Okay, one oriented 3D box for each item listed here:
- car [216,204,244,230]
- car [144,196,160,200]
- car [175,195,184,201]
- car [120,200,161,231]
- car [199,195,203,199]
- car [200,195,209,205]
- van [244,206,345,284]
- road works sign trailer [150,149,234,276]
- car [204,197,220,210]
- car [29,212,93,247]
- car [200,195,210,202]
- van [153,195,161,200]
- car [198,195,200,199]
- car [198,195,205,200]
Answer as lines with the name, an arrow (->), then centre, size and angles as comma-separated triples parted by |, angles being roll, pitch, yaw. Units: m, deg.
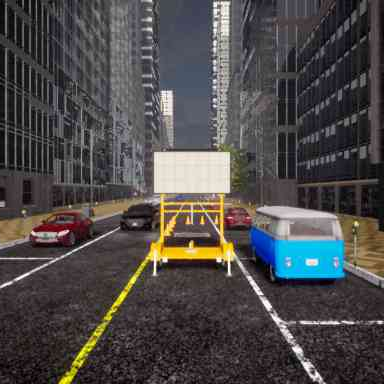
car -> 2.692, 1.581, 20.688 | 1.802, 1.307, 4.206 | 0, 0, 0
car -> -5.687, 1.548, 43.462 | 2.008, 1.369, 4.403 | 0, 0, 0
car -> -2.995, 1.425, 80.052 | 1.882, 1.535, 5.008 | 0, 0, 0
car -> -3.098, 1.477, 20.551 | 1.882, 1.535, 5.008 | 0, 0, 0
car -> 2.695, 1.538, 54.843 | 2.008, 1.369, 4.403 | 0, 0, 0
car -> 2.694, 1.544, 49.150 | 2.008, 1.369, 4.403 | 0, 0, 0
van -> 2.691, 1.341, 9.304 | 1.690, 1.788, 3.998 | 0, 0, 0
road works sign trailer -> 0.001, 0.464, 10.323 | 2.380, 3.560, 2.880 | 0, 0, 0
car -> 2.693, 1.581, 37.766 | 1.802, 1.307, 4.206 | 0, 0, 0
car -> -5.690, 1.581, 14.999 | 1.802, 1.307, 4.206 | 0, 0, 0
car -> 2.696, 1.401, 71.920 | 1.967, 1.590, 4.097 | 0, 0, 0
van -> -5.686, 1.328, 54.847 | 1.690, 1.788, 3.998 | 0, 0, 0
car -> 2.696, 1.410, 66.228 | 1.967, 1.590, 4.097 | 0, 0, 0
car -> 2.698, 1.462, 94.690 | 1.887, 1.381, 4.507 | 0, 0, 0
